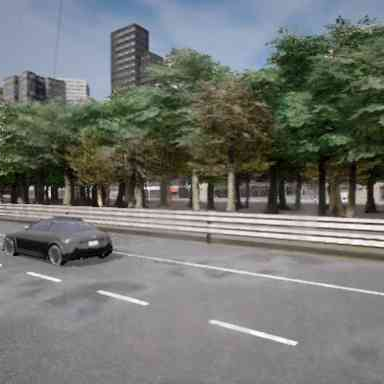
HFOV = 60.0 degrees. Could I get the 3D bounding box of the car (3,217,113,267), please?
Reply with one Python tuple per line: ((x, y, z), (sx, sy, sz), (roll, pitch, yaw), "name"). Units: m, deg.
((-4.696, 1.568, 11.526), (4.181, 1.385, 1.994), (0, 0, 36), "car")
